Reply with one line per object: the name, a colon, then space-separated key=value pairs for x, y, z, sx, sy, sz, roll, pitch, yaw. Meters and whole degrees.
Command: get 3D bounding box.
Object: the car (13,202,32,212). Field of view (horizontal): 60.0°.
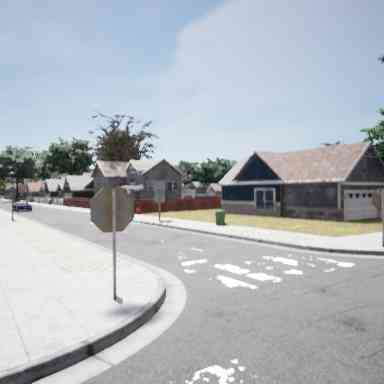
car: x=-22.409 y=1.917 z=43.962 sx=1.895 sy=1.301 sz=4.718 roll=0 pitch=0 yaw=-34
